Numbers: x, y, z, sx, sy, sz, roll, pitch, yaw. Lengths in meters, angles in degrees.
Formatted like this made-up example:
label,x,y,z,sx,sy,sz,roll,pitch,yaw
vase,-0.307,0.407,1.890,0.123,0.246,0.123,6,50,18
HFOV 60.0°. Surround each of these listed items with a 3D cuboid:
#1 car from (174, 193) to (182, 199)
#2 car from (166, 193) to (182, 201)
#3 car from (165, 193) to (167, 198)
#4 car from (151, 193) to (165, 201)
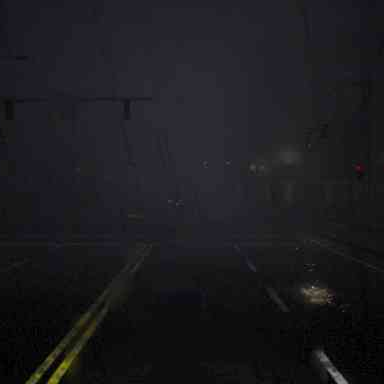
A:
label,x,y,z,sx,sy,sz,roll,pitch,yaw
car,-3.490,1.004,82.652,1.895,1.301,4.718,0,0,0
car,-3.498,1.164,66.314,1.895,1.301,4.718,0,0,0
car,-6.990,0.887,82.680,1.882,1.535,5.008,0,0,0
car,-7.003,1.066,66.339,1.837,1.490,4.892,0,1,0
